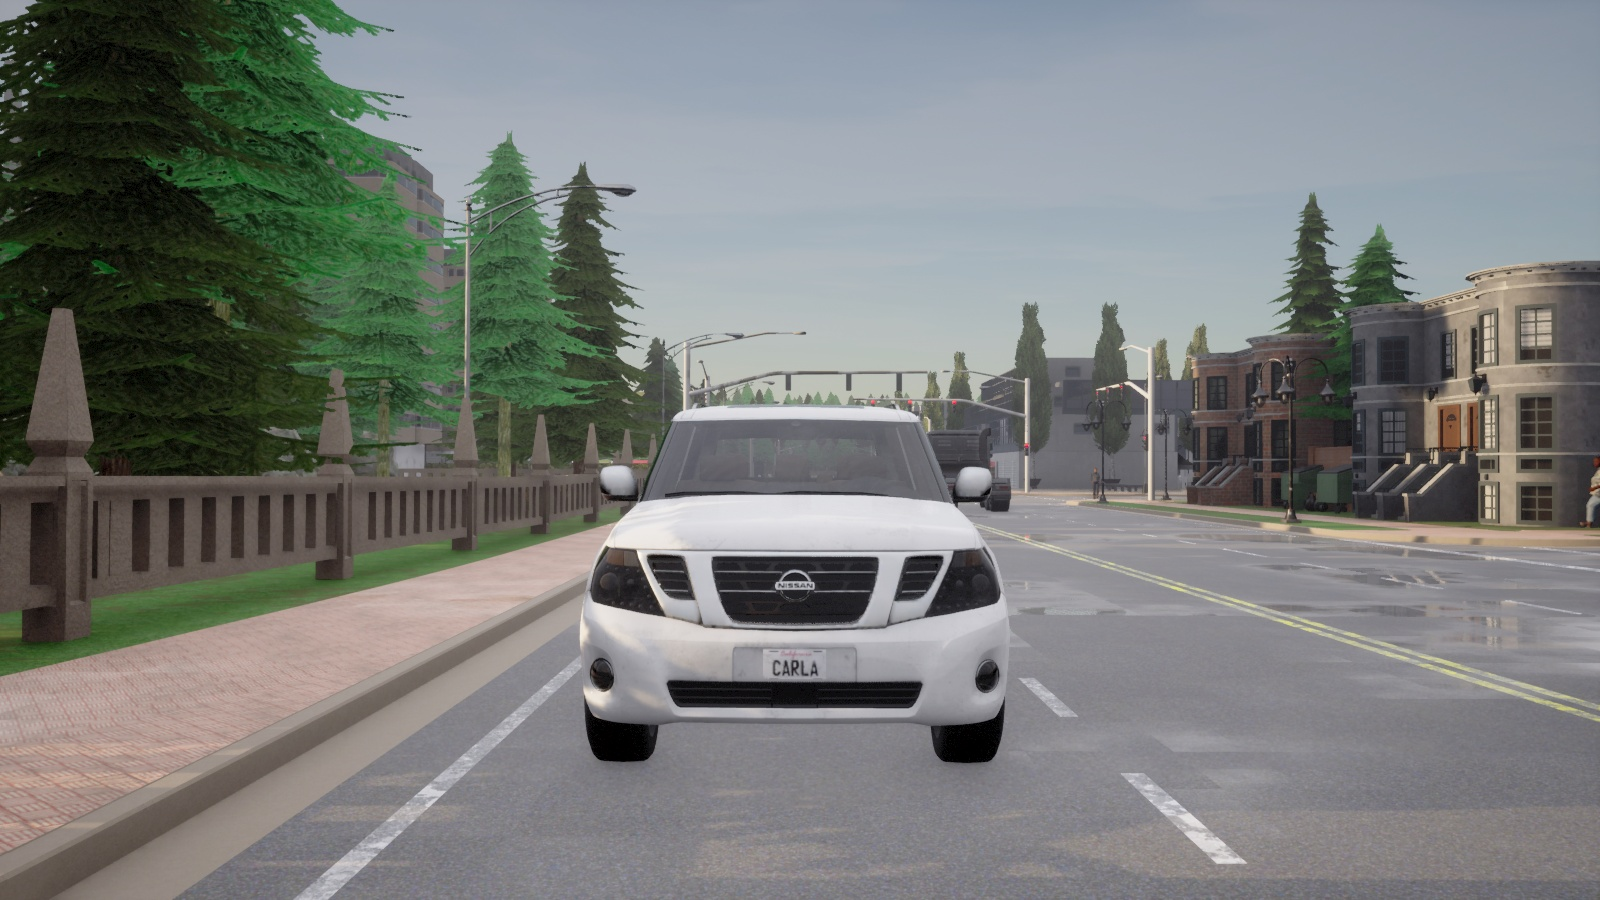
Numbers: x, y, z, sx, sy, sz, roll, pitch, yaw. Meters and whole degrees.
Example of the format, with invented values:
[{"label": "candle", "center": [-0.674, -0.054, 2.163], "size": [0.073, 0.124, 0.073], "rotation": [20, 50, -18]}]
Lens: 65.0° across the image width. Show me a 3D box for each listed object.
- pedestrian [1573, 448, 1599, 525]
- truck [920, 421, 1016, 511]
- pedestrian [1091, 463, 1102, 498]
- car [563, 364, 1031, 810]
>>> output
[{"label": "pedestrian", "center": [19.484, 0.875, 30.537], "size": [0.900, 1.855, 0.874], "rotation": [0, -1, 11]}, {"label": "truck", "center": [6.852, 0.681, 52.272], "size": [2.891, 3.462, 7.936], "rotation": [0, -1, 0]}, {"label": "pedestrian", "center": [16.429, 1.703, 69.588], "size": [0.423, 1.949, 0.788], "rotation": [0, -1, 2]}, {"label": "car", "center": [-0.025, 0.677, 8.577], "size": [2.150, 2.045, 5.566], "rotation": [0, -1, 0]}]
